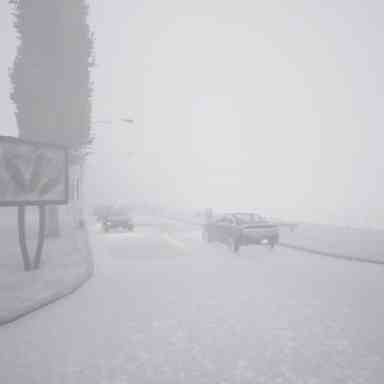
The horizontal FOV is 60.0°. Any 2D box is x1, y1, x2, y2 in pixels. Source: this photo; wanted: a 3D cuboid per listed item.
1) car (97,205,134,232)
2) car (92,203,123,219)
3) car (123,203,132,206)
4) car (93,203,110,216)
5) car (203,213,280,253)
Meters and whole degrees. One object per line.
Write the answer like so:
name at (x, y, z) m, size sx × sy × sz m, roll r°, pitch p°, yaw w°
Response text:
car at (-5.344, 1.922, 23.502) m, size 2.033 × 1.411 × 5.357 m, roll 0°, pitch -1°, yaw -18°
car at (-8.424, 2.022, 32.780) m, size 2.128 × 1.511 × 4.902 m, roll 0°, pitch -1°, yaw -18°
car at (-10.142, 2.392, 51.244) m, size 1.895 × 1.301 × 4.718 m, roll 0°, pitch -1°, yaw -18°
car at (-11.662, 2.201, 42.605) m, size 1.837 × 1.490 × 4.892 m, roll 0°, pitch -1°, yaw -18°
car at (1.982, 1.667, 14.765) m, size 2.128 × 1.511 × 4.902 m, roll 0°, pitch -1°, yaw -18°
